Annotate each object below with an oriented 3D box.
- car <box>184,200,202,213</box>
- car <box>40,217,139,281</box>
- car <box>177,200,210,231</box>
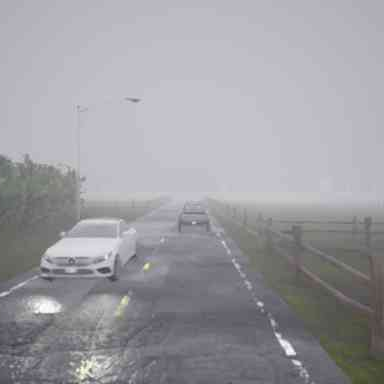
[{"bbox_3d":[0.111,1.585,37.530,1.895,1.301,4.718,0,0,0],"label":"car"},{"bbox_3d":[-2.753,1.521,9.935,1.812,1.442,4.674,0,0,0],"label":"car"},{"bbox_3d":[0.104,1.483,20.599,2.128,1.511,4.902,0,0,0],"label":"car"}]
